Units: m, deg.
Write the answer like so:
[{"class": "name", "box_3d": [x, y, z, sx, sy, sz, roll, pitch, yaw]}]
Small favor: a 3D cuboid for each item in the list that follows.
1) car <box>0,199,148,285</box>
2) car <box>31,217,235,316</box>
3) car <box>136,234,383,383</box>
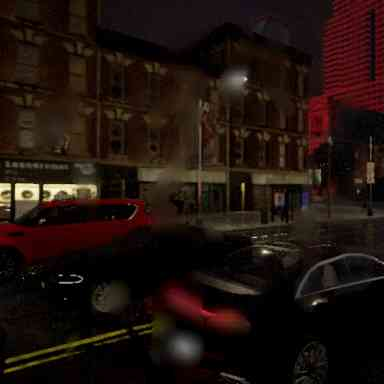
[{"class": "car", "box_3d": [-3.798, 1.234, 9.877, 5.566, 2.045, 2.150, 0, 0, -35]}, {"class": "car", "box_3d": [-0.776, 1.495, 7.735, 5.008, 1.535, 1.882, 0, 0, -35]}, {"class": "car", "box_3d": [1.887, 1.512, 5.085, 4.902, 1.511, 2.128, 0, 0, -35]}]
